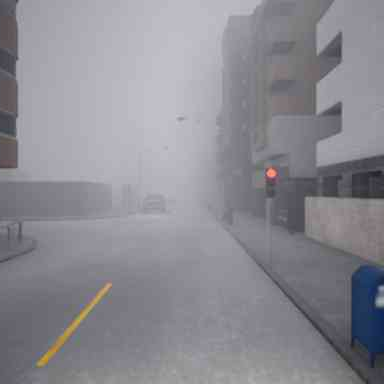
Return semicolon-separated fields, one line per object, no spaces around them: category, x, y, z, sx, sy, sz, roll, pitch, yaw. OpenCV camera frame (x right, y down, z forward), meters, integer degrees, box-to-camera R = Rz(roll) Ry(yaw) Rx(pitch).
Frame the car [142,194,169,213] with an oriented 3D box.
car;-4.117;1.215;36.750;2.150;2.045;5.566;0;0;0

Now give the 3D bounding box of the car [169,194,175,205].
car;-4.049;1.536;59.412;2.033;1.411;5.357;0;0;0
